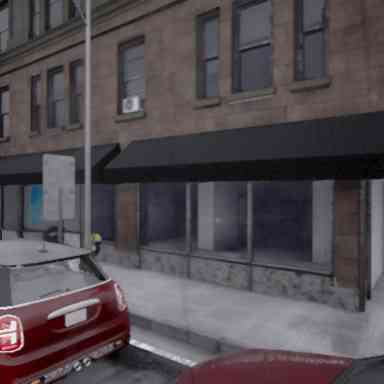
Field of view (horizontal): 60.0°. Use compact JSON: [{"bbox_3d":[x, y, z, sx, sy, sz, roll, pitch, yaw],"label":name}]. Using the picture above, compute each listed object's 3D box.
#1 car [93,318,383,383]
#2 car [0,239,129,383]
[{"bbox_3d":[1.612,1.583,1.659,4.206,1.307,1.802,0,0,35],"label":"car"},{"bbox_3d":[-2.881,1.425,4.863,4.097,1.590,1.967,0,0,35],"label":"car"}]
